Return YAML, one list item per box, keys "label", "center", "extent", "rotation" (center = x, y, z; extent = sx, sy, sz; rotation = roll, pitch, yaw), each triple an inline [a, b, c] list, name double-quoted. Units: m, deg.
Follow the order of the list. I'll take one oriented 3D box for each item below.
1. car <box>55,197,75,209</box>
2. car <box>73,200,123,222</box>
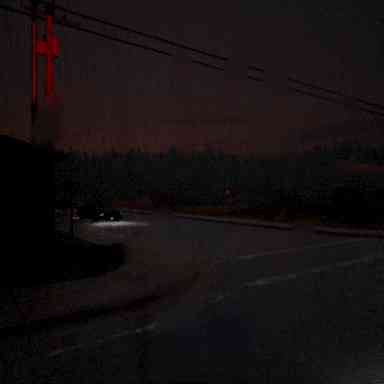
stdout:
- label: "car"
  center: [-17.511, 1.443, 46.152]
  extent: [1.882, 1.535, 5.008]
  rotation: [0, 0, -36]
- label: "car"
  center: [-7.332, 1.515, 26.093]
  extent: [2.033, 1.411, 5.357]
  rotation: [0, 0, -36]
